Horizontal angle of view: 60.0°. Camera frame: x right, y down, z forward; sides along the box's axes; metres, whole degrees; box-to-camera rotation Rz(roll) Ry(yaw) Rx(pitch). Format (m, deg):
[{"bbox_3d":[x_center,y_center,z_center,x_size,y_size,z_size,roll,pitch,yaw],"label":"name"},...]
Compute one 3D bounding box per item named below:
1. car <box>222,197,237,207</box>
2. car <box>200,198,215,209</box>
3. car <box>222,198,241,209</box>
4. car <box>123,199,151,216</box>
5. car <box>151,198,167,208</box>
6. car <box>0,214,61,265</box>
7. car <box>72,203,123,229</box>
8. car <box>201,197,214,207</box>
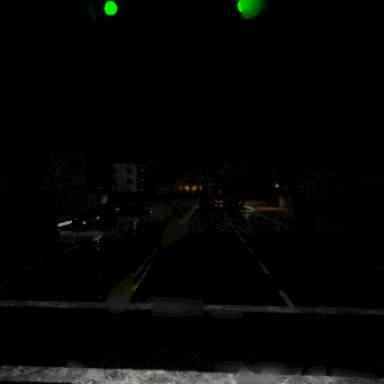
[{"bbox_3d":[6.000,1.581,53.628,1.994,1.385,4.181,0,0,3],"label":"car"},{"bbox_3d":[2.103,1.572,45.522,1.994,1.385,4.181,0,0,3],"label":"car"},{"bbox_3d":[5.599,1.580,45.352,1.994,1.385,4.181,0,0,3],"label":"car"},{"bbox_3d":[-5.643,1.468,32.061,1.882,1.535,5.008,0,0,3],"label":"car"},{"bbox_3d":[-4.786,1.559,48.044,1.994,1.385,4.181,0,0,3],"label":"car"},{"bbox_3d":[-6.628,1.534,11.964,2.033,1.411,5.357,0,0,3],"label":"car"},{"bbox_3d":[-6.151,1.514,21.677,1.812,1.442,4.674,0,0,3],"label":"car"},{"bbox_3d":[2.508,1.573,53.870,1.994,1.385,4.181,0,0,3],"label":"car"}]
